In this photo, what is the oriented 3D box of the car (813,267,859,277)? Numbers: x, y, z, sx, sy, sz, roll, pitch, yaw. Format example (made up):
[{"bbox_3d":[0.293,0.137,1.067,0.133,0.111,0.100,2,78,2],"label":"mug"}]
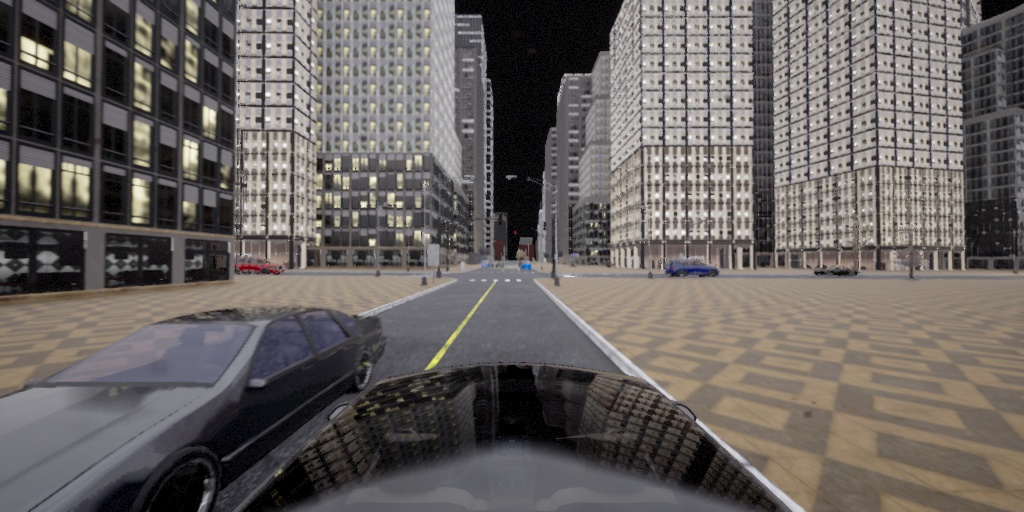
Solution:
[{"bbox_3d":[42.804,2.111,47.490,4.718,1.301,1.895,0,-1,-2],"label":"car"}]

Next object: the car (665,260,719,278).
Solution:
[{"bbox_3d":[20.218,1.441,40.381,5.566,2.045,2.150,0,-1,-1],"label":"car"}]

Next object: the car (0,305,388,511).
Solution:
[{"bbox_3d":[-3.100,1.321,4.058,2.033,1.411,5.357,0,-1,0],"label":"car"}]

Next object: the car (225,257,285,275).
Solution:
[{"bbox_3d":[-28.160,1.155,39.369,5.566,2.045,2.150,2,-1,-1],"label":"car"}]
